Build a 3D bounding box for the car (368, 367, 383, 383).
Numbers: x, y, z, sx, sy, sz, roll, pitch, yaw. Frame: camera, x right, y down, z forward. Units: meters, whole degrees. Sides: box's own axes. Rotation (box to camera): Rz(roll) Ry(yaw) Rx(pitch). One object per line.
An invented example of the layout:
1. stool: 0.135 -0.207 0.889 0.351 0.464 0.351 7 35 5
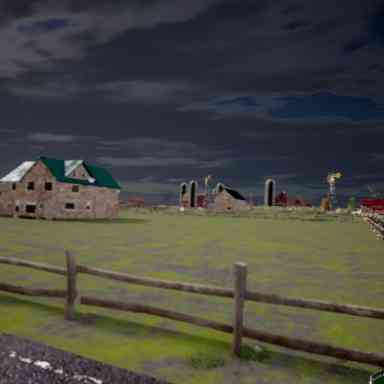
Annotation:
1. car: 3.331 1.594 1.660 4.553 1.767 2.097 0 -4 26
